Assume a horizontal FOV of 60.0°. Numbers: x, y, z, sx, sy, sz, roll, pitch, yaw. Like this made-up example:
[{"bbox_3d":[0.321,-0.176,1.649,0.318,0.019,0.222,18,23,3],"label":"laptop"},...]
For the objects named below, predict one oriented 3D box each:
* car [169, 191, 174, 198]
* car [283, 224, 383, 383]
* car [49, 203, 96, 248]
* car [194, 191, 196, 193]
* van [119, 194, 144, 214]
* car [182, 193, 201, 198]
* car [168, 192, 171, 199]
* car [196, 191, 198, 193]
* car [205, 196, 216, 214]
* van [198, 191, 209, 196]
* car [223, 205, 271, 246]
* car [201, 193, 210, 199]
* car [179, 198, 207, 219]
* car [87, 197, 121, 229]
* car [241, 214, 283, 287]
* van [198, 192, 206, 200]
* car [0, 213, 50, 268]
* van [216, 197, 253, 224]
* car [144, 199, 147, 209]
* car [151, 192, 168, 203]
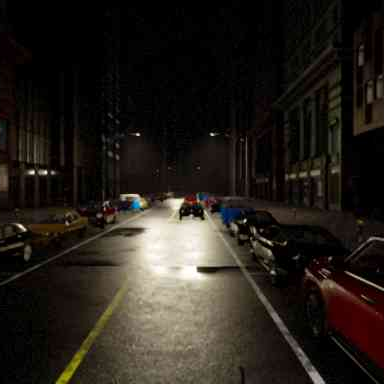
[{"bbox_3d":[-6.232,0.998,82.151,2.008,1.369,4.403,0,0,0],"label":"car"},{"bbox_3d":[2.751,1.289,3.305,2.192,1.841,5.009,0,0,0],"label":"car"},{"bbox_3d":[-5.838,1.427,14.348,1.752,1.417,4.829,0,0,0],"label":"car"},{"bbox_3d":[2.260,0.847,87.851,1.967,1.590,4.097,0,0,0],"label":"car"},{"bbox_3d":[-5.937,1.122,31.426,1.690,1.788,3.998,0,0,0],"label":"van"},{"bbox_3d":[-0.152,1.218,43.506,1.812,1.442,4.674,0,0,0],"label":"car"},{"bbox_3d":[-6.167,1.062,70.879,1.887,1.381,4.507,0,0,0],"label":"car"},{"bbox_3d":[2.391,0.861,65.306,2.192,1.841,5.009,0,0,0],"label":"car"},{"bbox_3d":[2.587,1.340,31.489,1.947,1.339,4.313,0,0,0],"label":"car"},{"bbox_3d":[2.424,0.924,59.670,1.690,1.788,3.998,0,0,0],"label":"van"},{"bbox_3d":[2.685,1.460,14.579,1.947,1.339,4.313,0,0,0],"label":"car"},{"bbox_3d":[2.522,1.240,42.761,1.887,1.381,4.507,0,0,0],"label":"car"},{"bbox_3d":[-0.049,1.413,26.397,1.895,1.301,4.718,0,0,0],"label":"car"},{"bbox_3d":[-5.872,1.301,20.154,1.967,1.590,4.097,0,0,0],"label":"car"},{"bbox_3d":[2.718,1.500,8.943,1.947,1.339,4.313,0,0,0],"label":"car"},{"bbox_3d":[2.326,0.817,76.578,1.690,1.788,3.998,0,0,0],"label":"van"},{"bbox_3d":[-5.807,1.491,8.882,2.008,1.369,4.403,0,0,0],"label":"car"},{"bbox_3d":[2.653,1.195,20.214,1.690,1.788,3.998,0,0,0],"label":"van"},{"bbox_3d":[-5.969,1.268,36.892,1.752,1.417,4.829,0,0,0],"label":"car"},{"bbox_3d":[-6.101,0.904,59.606,2.192,1.841,5.009,0,0,0],"label":"car"}]
